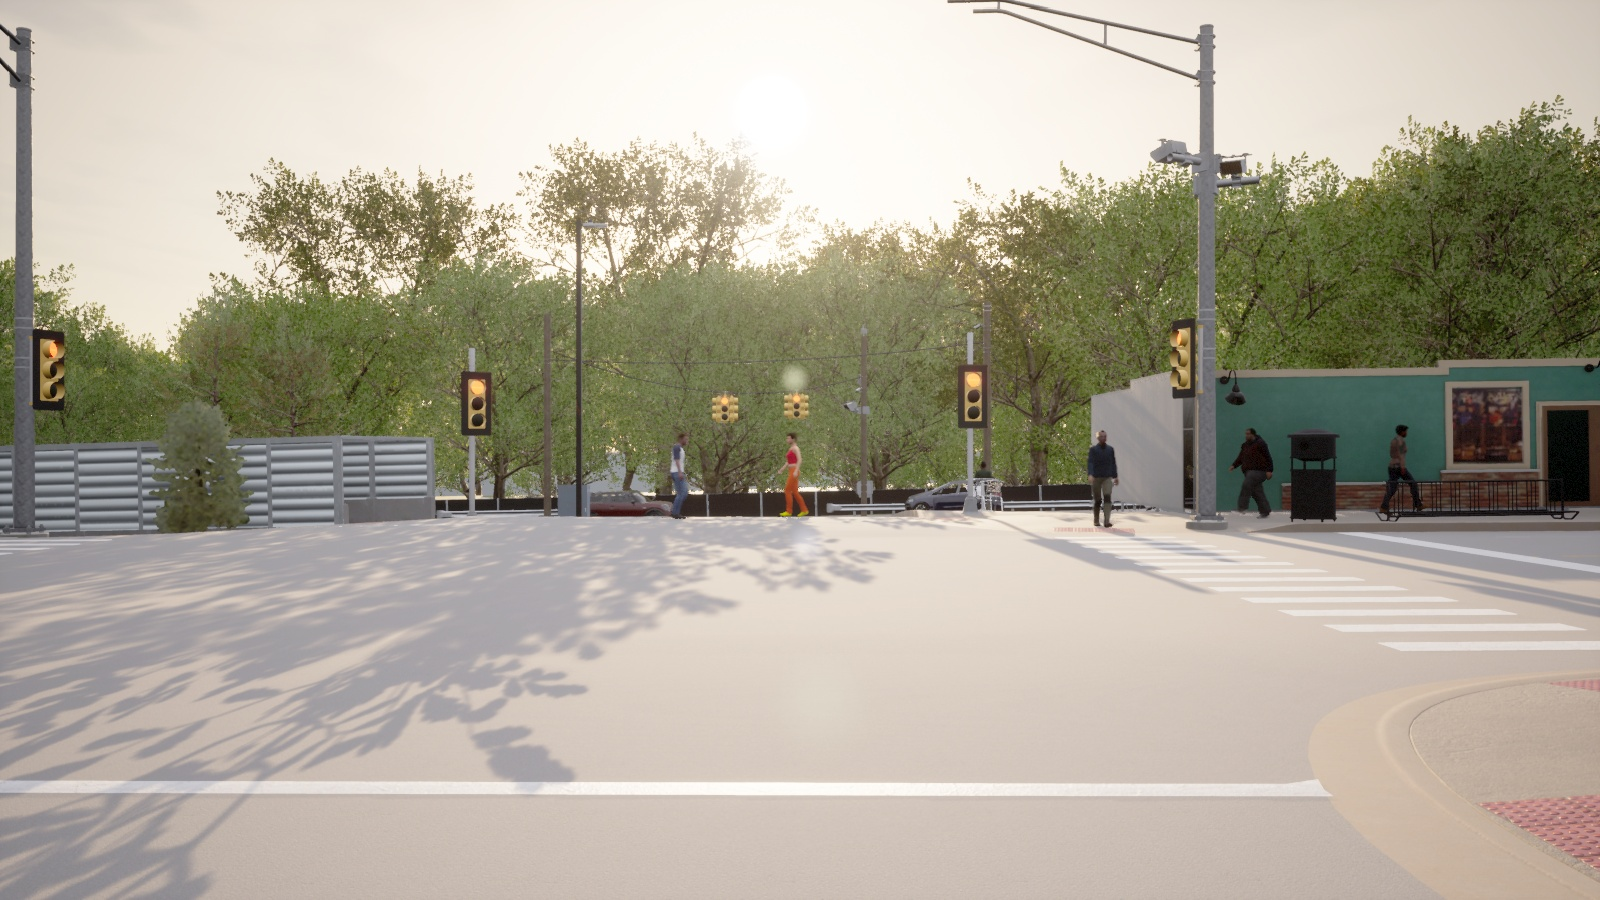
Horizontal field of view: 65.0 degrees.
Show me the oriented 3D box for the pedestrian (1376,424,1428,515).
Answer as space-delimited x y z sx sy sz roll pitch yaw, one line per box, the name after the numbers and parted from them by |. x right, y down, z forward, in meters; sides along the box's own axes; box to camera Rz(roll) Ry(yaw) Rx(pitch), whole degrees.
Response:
11.925 0.387 24.900 0.869 1.805 0.328 0 0 1 | pedestrian

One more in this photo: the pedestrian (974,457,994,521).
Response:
5.666 1.205 38.739 0.423 1.949 0.788 0 0 -7 | pedestrian

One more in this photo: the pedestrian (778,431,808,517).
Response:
-0.153 0.516 27.019 0.594 1.836 0.345 0 0 -8 | pedestrian

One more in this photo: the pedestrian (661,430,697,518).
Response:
-2.522 0.501 26.218 0.706 1.836 0.354 0 0 0 | pedestrian

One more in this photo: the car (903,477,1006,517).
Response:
7.189 2.190 58.496 4.611 1.667 2.242 -2 0 8 | car

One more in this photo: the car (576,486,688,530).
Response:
-7.550 2.602 56.724 4.553 1.767 2.097 -2 0 8 | car

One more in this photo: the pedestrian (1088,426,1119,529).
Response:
5.490 0.491 22.763 0.402 1.842 0.726 0 0 1 | pedestrian

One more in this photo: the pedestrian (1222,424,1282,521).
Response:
8.757 0.430 24.351 0.899 1.844 0.634 0 0 -14 | pedestrian
